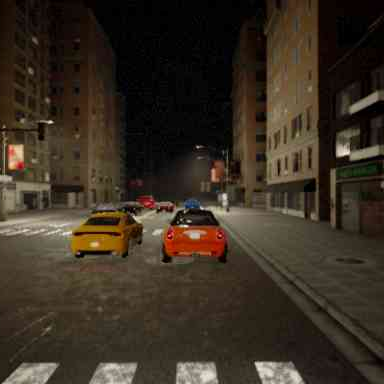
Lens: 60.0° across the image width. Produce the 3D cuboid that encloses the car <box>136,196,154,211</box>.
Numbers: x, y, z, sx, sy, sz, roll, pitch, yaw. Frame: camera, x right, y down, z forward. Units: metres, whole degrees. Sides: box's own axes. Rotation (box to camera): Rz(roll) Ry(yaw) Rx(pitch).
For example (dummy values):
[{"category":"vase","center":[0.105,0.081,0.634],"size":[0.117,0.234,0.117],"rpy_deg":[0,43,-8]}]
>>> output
[{"category":"car","center":[-6.541,1.532,47.072],"size":[2.150,2.045,5.566],"rpy_deg":[0,0,0]}]

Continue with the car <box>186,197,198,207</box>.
[{"category":"car","center":[-0.010,1.768,62.429],"size":[2.097,1.767,4.553],"rpy_deg":[0,0,0]}]

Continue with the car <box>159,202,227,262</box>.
[{"category":"car","center":[0.089,1.432,12.609],"size":[2.097,1.767,4.553],"rpy_deg":[0,0,0]}]

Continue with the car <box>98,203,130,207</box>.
[{"category":"car","center":[-6.618,1.662,26.278],"size":[2.128,1.511,4.902],"rpy_deg":[0,0,0]}]

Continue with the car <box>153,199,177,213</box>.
[{"category":"car","center":[-3.185,1.864,40.153],"size":[1.895,1.301,4.718],"rpy_deg":[0,0,0]}]

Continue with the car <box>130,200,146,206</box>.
[{"category":"car","center":[-6.606,1.839,36.473],"size":[1.895,1.301,4.718],"rpy_deg":[0,0,1]}]

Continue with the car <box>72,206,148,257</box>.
[{"category":"car","center":[-3.160,1.563,13.288],"size":[1.882,1.535,5.008],"rpy_deg":[0,0,0]}]

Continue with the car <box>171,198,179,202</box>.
[{"category":"car","center":[-3.275,1.903,59.488],"size":[1.837,1.490,4.892],"rpy_deg":[0,0,0]}]

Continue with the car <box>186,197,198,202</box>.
[{"category":"car","center":[0.062,1.768,44.115],"size":[1.882,1.535,5.008],"rpy_deg":[0,0,0]}]
